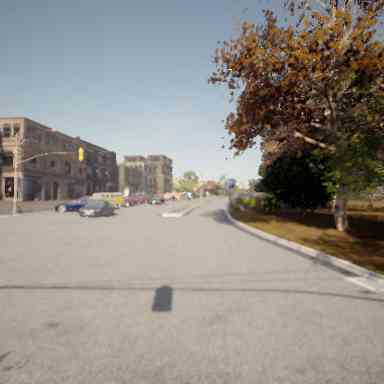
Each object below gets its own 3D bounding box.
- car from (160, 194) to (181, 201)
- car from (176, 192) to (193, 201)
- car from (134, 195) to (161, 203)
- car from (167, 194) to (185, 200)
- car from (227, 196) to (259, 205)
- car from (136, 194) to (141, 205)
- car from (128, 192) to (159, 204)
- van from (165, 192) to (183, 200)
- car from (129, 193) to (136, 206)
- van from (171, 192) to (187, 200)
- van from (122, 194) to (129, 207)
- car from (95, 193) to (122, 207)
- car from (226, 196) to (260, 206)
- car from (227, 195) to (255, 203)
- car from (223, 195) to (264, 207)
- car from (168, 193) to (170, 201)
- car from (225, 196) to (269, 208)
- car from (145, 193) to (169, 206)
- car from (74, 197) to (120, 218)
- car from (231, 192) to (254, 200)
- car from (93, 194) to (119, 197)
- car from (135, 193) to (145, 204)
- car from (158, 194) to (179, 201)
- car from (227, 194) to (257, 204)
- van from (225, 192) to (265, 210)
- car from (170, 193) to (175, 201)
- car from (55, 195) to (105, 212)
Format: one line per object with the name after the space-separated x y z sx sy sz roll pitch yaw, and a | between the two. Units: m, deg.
-5.631 1.395 86.534 5.366 1.575 1.946 -1 0 -10 | car
-1.784 1.145 79.785 2.097 1.767 4.553 0 0 9 | car
-8.760 1.377 65.697 5.008 1.535 2.097 -1 0 -12 | car
-4.423 1.428 92.497 4.792 1.488 2.163 -1 0 -10 | car
8.102 1.328 53.368 4.674 1.452 2.002 1 0 -13 | car
-10.590 1.401 50.698 4.674 1.452 2.002 -1 0 -14 | car
-9.136 1.122 62.712 5.566 2.045 2.435 -1 0 -13 | car
-4.815 1.168 89.565 4.442 1.987 1.878 -1 0 -10 | van
-10.917 1.359 47.698 4.892 1.521 2.231 -1 0 -14 | car
-3.751 1.171 95.495 4.442 1.987 1.878 -1 -1 -10 | van
-11.100 1.127 44.724 4.442 1.987 1.878 -1 0 -15 | van
-11.519 1.226 41.677 4.553 1.767 2.185 -1 0 -15 | car
7.774 1.327 50.425 4.674 1.452 2.002 1 0 -14 | car
9.595 1.292 65.119 5.008 1.535 2.097 1 0 -12 | car
7.287 1.281 47.430 5.366 1.575 1.946 1 0 -14 | car
-7.887 1.383 71.671 5.008 1.535 2.097 -1 0 -12 | car
7.348 1.283 44.579 5.366 1.575 1.946 1 0 -14 | car
-5.522 1.387 53.092 2.128 1.511 4.902 0 1 6 | car
-7.766 1.375 27.687 1.812 1.442 4.674 0 0 4 | car
13.413 1.046 88.547 5.566 2.045 2.435 0 0 -10 | car
-11.567 1.341 38.724 5.366 1.575 1.946 -1 0 -15 | car
-10.264 1.405 53.705 4.674 1.452 2.002 -1 0 -14 | car
-5.974 1.393 83.605 5.008 1.535 2.097 -1 -1 -11 | car
8.424 1.163 56.303 4.553 1.767 2.185 0 0 -13 | car
6.520 1.054 38.603 4.442 1.987 1.878 1 0 -15 | van
-6.936 1.262 77.643 4.553 1.767 2.185 -1 0 -11 | car
-12.166 1.380 35.722 4.792 1.488 2.163 -1 0 -16 | car
